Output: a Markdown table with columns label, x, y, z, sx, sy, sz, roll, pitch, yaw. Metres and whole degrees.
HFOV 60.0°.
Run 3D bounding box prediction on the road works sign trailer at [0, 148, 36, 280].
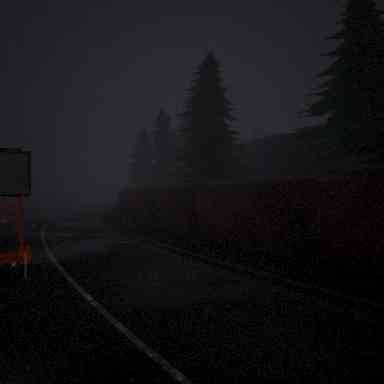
| label | x | y | z | sx | sy | sz | roll | pitch | yaw |
| --- | --- | --- | --- | --- | --- | --- | --- | --- | --- |
| road works sign trailer | -5.916 | 0.534 | 9.551 | 2.380 | 3.560 | 2.880 | -1 | 0 | -27 |
